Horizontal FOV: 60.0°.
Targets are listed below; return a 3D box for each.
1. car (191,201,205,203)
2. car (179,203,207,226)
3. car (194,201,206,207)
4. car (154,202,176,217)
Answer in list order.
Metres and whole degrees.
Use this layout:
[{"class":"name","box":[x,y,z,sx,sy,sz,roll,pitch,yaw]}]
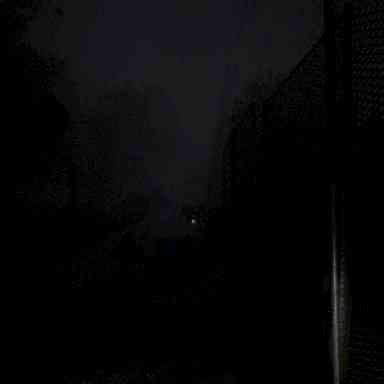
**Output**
[{"class":"car","box":[0.649,1.904,42.383,1.895,1.301,4.718,0,-1,3]},{"class":"car","box":[0.101,1.681,24.289,1.895,1.301,4.718,0,-1,0]},{"class":"car","box":[1.807,2.649,75.334,1.895,1.301,4.718,0,-2,10]},{"class":"car","box":[-2.687,1.731,33.968,2.033,1.411,5.357,0,-1,2]}]
